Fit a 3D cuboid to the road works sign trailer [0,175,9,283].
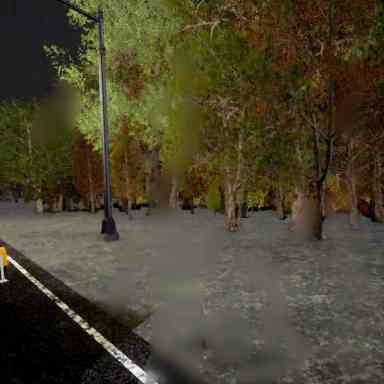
[{"bbox_3d":[-6.462,0.537,8.875,2.380,3.560,2.880,-3,2,-38],"label":"road works sign trailer"}]
